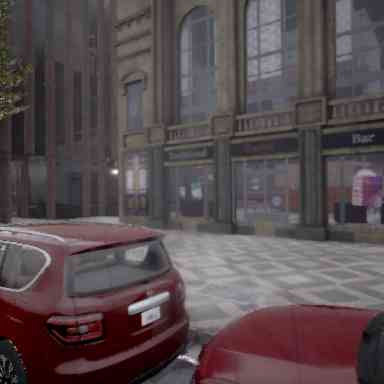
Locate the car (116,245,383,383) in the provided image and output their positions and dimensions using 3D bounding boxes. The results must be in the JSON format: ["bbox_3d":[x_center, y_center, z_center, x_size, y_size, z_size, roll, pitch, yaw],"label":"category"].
[{"bbox_3d":[2.231,1.304,1.491,5.009,1.841,2.192,-1,0,35],"label":"car"}]

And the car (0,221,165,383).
[{"bbox_3d":[-2.363,1.359,4.760,5.009,1.841,2.192,-1,0,35],"label":"car"}]
